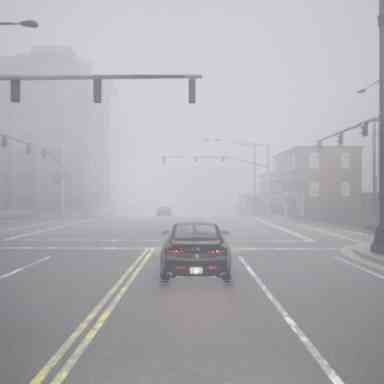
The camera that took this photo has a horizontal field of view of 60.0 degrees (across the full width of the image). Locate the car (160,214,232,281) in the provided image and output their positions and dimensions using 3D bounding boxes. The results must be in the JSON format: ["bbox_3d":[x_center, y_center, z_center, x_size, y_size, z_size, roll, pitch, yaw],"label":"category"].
[{"bbox_3d":[0.101,1.626,10.202,1.837,1.490,4.892,0,-1,0],"label":"car"}]

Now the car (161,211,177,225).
[{"bbox_3d":[-3.589,4.149,52.935,2.128,1.511,4.902,0,-13,0],"label":"car"}]

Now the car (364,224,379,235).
[{"bbox_3d":[16.595,3.027,26.170,5.357,1.411,2.033,8,-1,1],"label":"car"}]

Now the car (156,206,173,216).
[{"bbox_3d":[-3.598,2.581,43.545,1.837,1.490,4.892,0,-6,0],"label":"car"}]
